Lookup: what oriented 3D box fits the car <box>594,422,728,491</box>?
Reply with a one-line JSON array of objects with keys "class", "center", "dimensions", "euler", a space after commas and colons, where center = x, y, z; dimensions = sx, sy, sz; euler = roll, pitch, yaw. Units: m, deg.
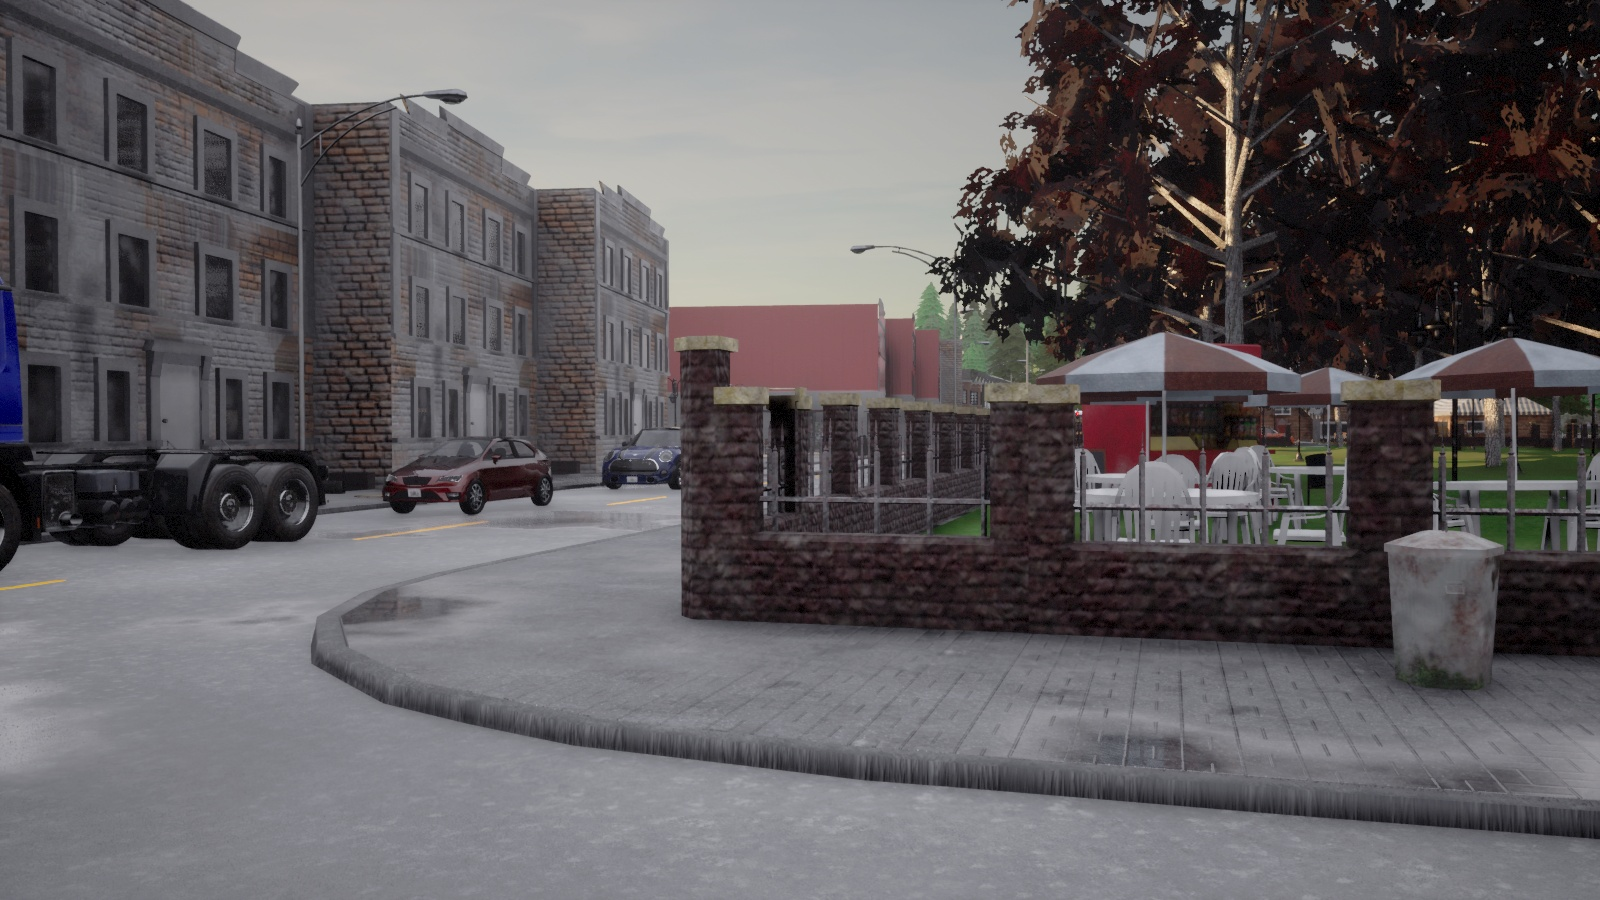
[{"class": "car", "center": [-3.740, 0.116, 34.691], "dimensions": [2.097, 1.767, 4.553], "euler": [0, 1, 16]}]

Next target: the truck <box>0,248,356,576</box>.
[{"class": "truck", "center": [-9.261, -0.441, 15.699], "dimensions": [2.891, 3.462, 7.936], "euler": [0, 1, 16]}]

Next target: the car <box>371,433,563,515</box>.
[{"class": "car", "center": [-6.526, 0.413, 25.123], "dimensions": [1.816, 1.474, 4.193], "euler": [0, 1, 16]}]
